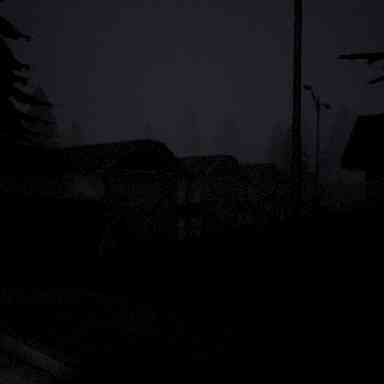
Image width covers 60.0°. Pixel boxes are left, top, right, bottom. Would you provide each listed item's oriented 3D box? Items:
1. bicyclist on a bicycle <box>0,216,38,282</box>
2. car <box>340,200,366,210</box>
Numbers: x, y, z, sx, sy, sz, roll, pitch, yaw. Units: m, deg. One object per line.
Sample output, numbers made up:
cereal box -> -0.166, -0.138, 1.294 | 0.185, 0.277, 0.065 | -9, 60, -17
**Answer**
bicyclist on a bicycle -> -4.067, 1.226, 7.112 | 0.582, 1.620, 1.656 | 1, 1, 35
car -> 21.585, 1.712, 42.431 | 4.718, 1.301, 1.895 | 1, 0, 35
